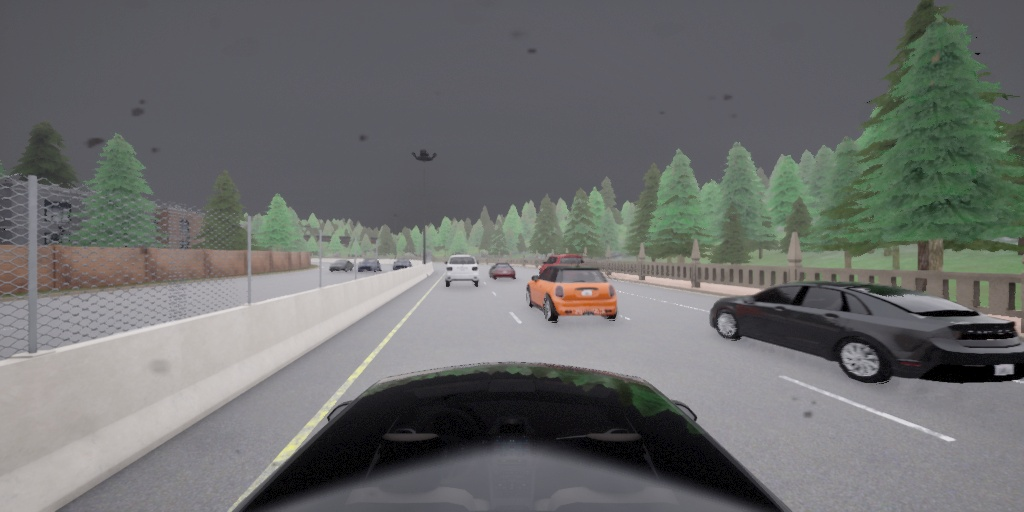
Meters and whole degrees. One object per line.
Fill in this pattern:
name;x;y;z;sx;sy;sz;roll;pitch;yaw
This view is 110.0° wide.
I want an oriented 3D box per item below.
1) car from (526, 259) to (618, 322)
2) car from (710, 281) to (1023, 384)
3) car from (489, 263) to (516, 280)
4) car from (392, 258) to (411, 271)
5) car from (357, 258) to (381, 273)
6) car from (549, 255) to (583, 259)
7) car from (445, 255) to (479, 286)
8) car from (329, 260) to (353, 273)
car;1.857;1.095;12.462;2.097;1.767;4.553;0;0;-8
car;6.155;1.249;7.135;1.837;1.490;4.892;0;0;-8
car;-0.892;1.297;31.636;1.994;1.385;4.181;0;0;-8
car;-14.058;1.083;45.890;2.097;1.767;4.553;0;0;-12
car;-17.050;1.086;42.883;2.097;1.767;4.553;0;0;-11
car;3.541;0.956;25.361;2.150;2.045;5.566;0;0;-8
car;-3.503;0.961;25.173;2.150;2.045;5.566;0;0;-8
car;-20.748;1.242;43.726;1.837;1.490;4.892;0;0;-12
